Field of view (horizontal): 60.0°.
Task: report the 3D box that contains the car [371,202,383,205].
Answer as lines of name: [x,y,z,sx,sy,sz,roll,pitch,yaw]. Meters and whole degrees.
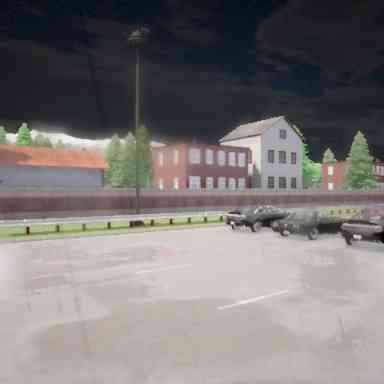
car: [16.416,1.573,28.476,4.181,1.385,1.994,0,0,-35]

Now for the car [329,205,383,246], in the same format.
car: [8.269,1.496,14.066,4.902,1.511,2.128,0,0,-35]

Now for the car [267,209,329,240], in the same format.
car: [6.261,1.617,16.933,4.718,1.301,1.895,0,0,-35]

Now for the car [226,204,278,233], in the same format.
car: [4.204,1.496,19.765,4.902,1.511,2.128,0,0,-35]
